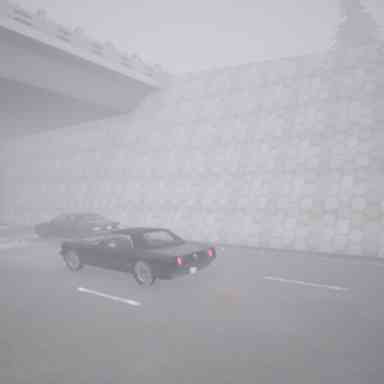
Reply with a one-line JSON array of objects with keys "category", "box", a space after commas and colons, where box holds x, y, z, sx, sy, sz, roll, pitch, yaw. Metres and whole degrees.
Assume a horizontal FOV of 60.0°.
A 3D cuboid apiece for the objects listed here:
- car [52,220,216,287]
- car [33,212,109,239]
[{"category": "car", "box": [-1.758, 1.693, 9.620, 4.718, 1.301, 1.895, -1, -1, 36]}, {"category": "car", "box": [-5.879, 1.735, 16.951, 5.357, 1.411, 2.033, -1, -1, 36]}]
